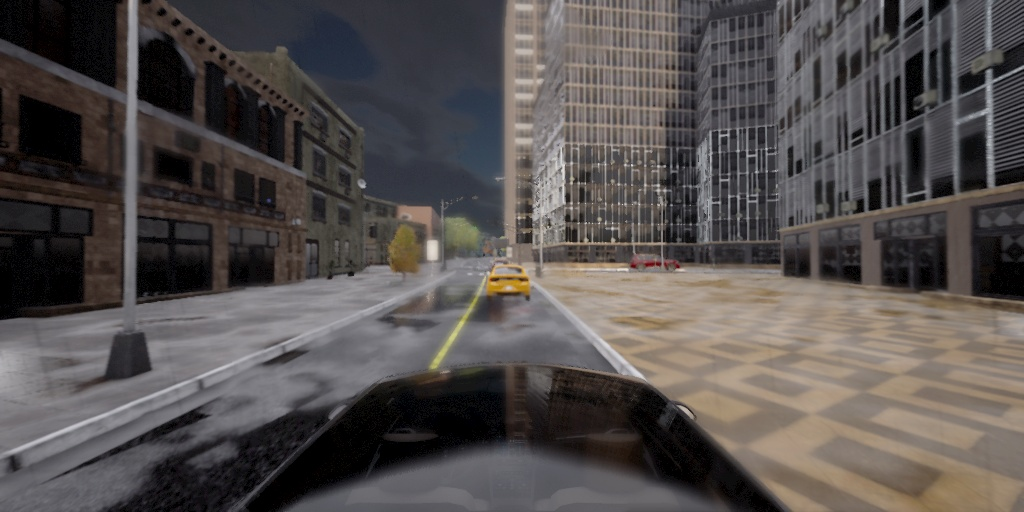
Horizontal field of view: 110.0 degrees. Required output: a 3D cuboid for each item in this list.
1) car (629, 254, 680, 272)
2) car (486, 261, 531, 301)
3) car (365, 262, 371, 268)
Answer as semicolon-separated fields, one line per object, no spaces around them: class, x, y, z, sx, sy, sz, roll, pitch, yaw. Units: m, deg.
car;15.054;0.728;38.032;5.009;1.841;2.192;0;0;17
car;-0.194;1.147;16.980;1.882;1.535;5.008;0;0;-2
car;-21.528;1.069;49.122;4.313;1.339;1.948;0;0;17
